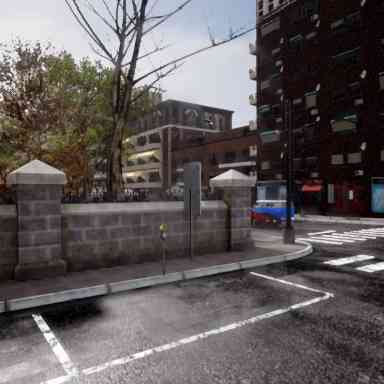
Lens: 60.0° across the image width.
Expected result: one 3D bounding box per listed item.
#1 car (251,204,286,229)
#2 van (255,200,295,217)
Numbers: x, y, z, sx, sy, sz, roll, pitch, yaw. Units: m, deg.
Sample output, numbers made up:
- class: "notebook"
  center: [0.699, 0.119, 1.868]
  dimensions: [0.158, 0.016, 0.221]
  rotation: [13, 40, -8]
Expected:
- class: "car"
  center: [4.459, 1.834, 24.268]
  dimensions: [1.994, 1.385, 4.181]
  rotation: [0, -1, -36]
- class: "van"
  center: [7.312, 1.643, 30.184]
  dimensions: [1.690, 1.788, 3.998]
  rotation: [-1, 0, -36]
